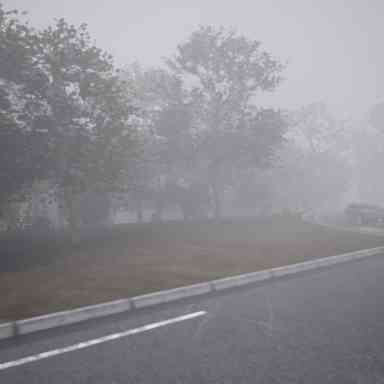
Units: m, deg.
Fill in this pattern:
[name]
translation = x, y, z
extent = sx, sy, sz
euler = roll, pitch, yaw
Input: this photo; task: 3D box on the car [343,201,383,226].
[car]
translation = 11.832, 1.431, 22.728
extent = 1.837, 1.490, 4.892
euler = -2, 0, 8
